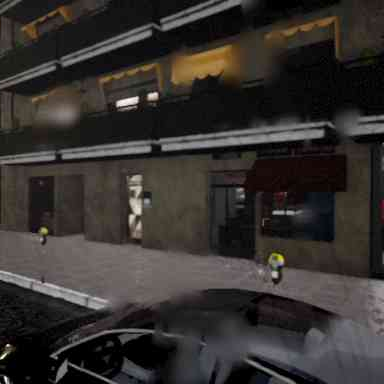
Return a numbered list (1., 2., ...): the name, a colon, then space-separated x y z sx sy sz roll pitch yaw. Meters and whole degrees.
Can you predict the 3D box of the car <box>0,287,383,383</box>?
1. car: 0.013 1.566 2.856 4.313 1.339 1.947 0 0 35
